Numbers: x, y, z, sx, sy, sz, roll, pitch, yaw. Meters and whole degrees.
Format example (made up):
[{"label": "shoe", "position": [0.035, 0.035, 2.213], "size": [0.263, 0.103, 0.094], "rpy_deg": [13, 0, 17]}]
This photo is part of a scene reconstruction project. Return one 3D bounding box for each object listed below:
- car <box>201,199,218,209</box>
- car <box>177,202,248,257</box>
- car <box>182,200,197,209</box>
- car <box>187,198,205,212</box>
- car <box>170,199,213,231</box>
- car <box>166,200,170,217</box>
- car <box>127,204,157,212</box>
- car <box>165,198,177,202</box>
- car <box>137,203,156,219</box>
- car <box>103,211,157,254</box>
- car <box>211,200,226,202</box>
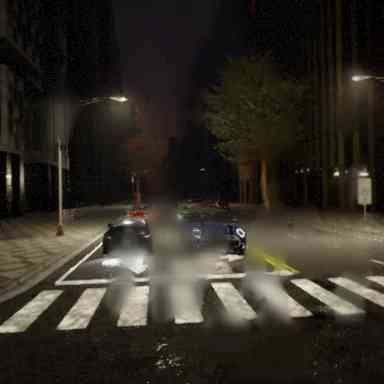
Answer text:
[{"label": "car", "position": [2.961, 2.048, 56.163], "size": [2.128, 1.511, 4.902], "rpy_deg": [-1, -1, -6]}, {"label": "car", "position": [0.752, 1.489, 13.676], "size": [2.097, 1.767, 4.553], "rpy_deg": [-1, -1, -7]}, {"label": "car", "position": [-0.455, 2.188, 58.567], "size": [2.033, 1.411, 5.357], "rpy_deg": [-1, -1, -6]}, {"label": "car", "position": [0.541, 1.870, 48.905], "size": [2.097, 1.767, 4.553], "rpy_deg": [-1, -1, -6]}, {"label": "car", "position": [-0.182, 1.598, 22.469], "size": [2.097, 1.767, 4.553], "rpy_deg": [-1, -1, -6]}, {"label": "car", "position": [-1.366, 1.866, 33.963], "size": [1.882, 1.535, 5.008], "rpy_deg": [-1, -1, -5]}, {"label": "car", "position": [-3.644, 1.676, 24.345], "size": [2.097, 1.767, 4.553], "rpy_deg": [-1, -1, -6]}, {"label": "car", "position": [-2.870, 1.652, 49.310], "size": [2.097, 1.767, 4.553], "rpy_deg": [-1, -1, -6]}, {"label": "car", "position": [-4.851, 1.997, 36.156], "size": [1.812, 1.442, 4.674], "rpy_deg": [-1, 0, -6]}, {"label": "car", "position": [-2.617, 1.766, 14.480], "size": [1.994, 1.385, 4.181], "rpy_deg": [-1, -1, -6]}, {"label": "car", "position": [4.052, 1.975, 46.007], "size": [2.033, 1.411, 5.357], "rpy_deg": [-1, -1, -5]}]
